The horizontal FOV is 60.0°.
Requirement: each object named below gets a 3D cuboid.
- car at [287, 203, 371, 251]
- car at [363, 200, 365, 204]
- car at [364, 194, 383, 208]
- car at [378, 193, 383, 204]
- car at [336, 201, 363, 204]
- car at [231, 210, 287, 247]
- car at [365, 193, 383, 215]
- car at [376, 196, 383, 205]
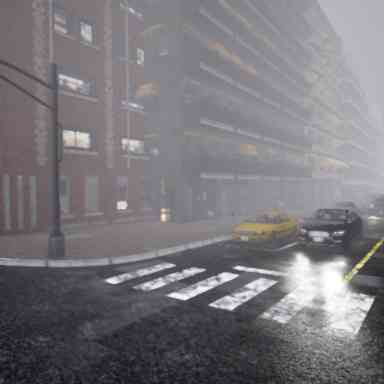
[{"bbox_3d":[6.034,1.463,14.233,2.128,1.511,4.902,0,0,35],"label":"car"},{"bbox_3d":[22.973,1.432,42.905,1.752,1.417,4.829,-1,-1,35],"label":"car"},{"bbox_3d":[26.322,1.209,47.682,2.192,1.841,5.009,-1,-1,35],"label":"car"},{"bbox_3d":[36.084,1.168,61.592,2.192,1.841,5.009,-1,-1,35],"label":"car"},{"bbox_3d":[13.310,1.487,29.134,1.887,1.381,4.507,-1,-1,35],"label":"car"},{"bbox_3d":[3.450,1.501,15.084,1.752,1.417,4.829,-1,-1,35],"label":"car"},{"bbox_3d":[18.177,1.284,31.513,2.097,1.767,4.553,0,0,35],"label":"car"},{"bbox_3d":[32.834,1.412,56.954,1.887,1.381,4.507,-1,-1,35],"label":"car"}]
